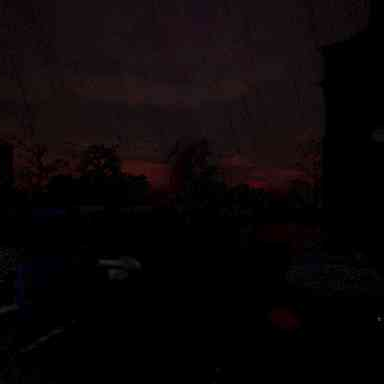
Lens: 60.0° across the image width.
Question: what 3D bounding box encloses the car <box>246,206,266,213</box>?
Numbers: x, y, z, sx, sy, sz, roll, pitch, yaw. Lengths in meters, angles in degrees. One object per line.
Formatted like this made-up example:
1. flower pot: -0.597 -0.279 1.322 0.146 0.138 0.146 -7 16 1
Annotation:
1. car: 16.580 4.496 85.846 5.008 1.535 2.097 -1 -2 14

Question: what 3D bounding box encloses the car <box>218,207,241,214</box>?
1. car: 8.244 4.071 73.580 4.792 1.488 2.163 -1 -3 15

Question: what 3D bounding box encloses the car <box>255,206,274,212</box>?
1. car: 19.799 4.709 90.799 4.792 1.488 2.163 -1 -2 13

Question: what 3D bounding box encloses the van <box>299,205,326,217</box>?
1. van: 22.630 3.564 62.624 4.442 1.987 1.878 1 -1 15

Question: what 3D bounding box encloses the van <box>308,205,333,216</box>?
1. van: 26.051 3.746 67.580 4.442 1.987 1.878 1 -1 14

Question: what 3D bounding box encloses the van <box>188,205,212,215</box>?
1. van: 1.559 3.452 63.779 4.442 1.987 1.878 -1 -3 15

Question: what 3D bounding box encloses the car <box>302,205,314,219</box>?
1. car: 15.928 3.176 52.720 5.566 2.045 2.435 1 -2 15

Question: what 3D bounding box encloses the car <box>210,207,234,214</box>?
1. car: 6.494 3.981 71.140 4.792 1.488 2.163 -1 -2 15

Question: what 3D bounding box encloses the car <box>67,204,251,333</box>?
1. car: -0.304 1.285 7.189 2.435 2.045 5.566 -1 -1 16

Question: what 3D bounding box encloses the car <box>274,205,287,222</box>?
1. car: 9.021 2.811 42.847 5.566 2.045 2.435 1 -1 15

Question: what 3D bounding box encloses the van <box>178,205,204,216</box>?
1. van: -0.133 3.361 61.331 4.442 1.987 1.878 -1 -3 15

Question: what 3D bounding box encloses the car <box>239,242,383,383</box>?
1. car: 2.106 1.542 5.438 2.002 1.452 4.674 -1 -1 15

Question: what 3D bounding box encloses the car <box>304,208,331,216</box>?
1. car: 24.481 3.912 65.064 4.792 1.488 2.163 1 -2 15

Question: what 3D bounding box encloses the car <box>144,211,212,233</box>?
1. car: -1.130 2.489 27.964 5.366 1.575 1.946 1 -2 15

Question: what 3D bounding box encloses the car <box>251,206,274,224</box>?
1. car: 7.301 2.846 40.390 4.553 1.767 2.185 1 -2 15

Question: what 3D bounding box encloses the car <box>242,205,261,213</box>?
1. car: 14.951 4.279 83.385 4.553 1.767 2.185 -1 -2 14

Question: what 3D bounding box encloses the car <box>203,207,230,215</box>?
1. car: 5.013 3.855 68.646 5.366 1.575 1.946 -1 -3 15

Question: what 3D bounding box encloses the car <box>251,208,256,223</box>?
1. car: 3.884 2.790 35.434 5.008 1.535 2.097 1 -1 15

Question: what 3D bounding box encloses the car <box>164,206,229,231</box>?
1. car: 0.454 2.345 30.493 5.566 2.045 2.435 1 -2 15

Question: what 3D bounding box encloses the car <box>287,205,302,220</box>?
1. car: 12.448 2.993 47.785 5.566 2.045 2.435 1 -1 15

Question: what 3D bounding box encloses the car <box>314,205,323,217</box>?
1. car: 19.349 3.358 57.656 5.566 2.045 2.435 1 -2 15

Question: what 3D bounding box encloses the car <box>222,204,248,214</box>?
1. car: 9.876 3.881 76.045 5.566 2.045 2.435 -1 -2 15

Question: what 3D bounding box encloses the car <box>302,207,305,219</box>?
1. car: 14.153 3.365 50.251 4.792 1.488 2.163 1 -1 15

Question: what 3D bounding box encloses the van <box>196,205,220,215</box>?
1. van: 3.252 3.542 66.228 4.442 1.987 1.878 -1 -3 15

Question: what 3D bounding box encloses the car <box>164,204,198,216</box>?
1. car: -1.969 3.247 58.918 5.566 2.045 2.435 -1 -2 15

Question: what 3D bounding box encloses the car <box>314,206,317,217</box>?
1. car: 17.608 3.518 55.182 5.008 1.535 2.097 1 -1 15

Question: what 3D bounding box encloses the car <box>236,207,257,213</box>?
1. car: 13.264 4.315 80.928 4.892 1.521 2.231 -1 -2 14

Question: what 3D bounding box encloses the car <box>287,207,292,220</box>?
1. car: 10.730 3.183 45.312 4.792 1.488 2.163 1 -1 15

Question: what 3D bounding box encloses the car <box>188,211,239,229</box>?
1. car: 2.148 2.735 32.956 4.674 1.452 2.002 1 -1 15

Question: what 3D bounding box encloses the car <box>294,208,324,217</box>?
1. car: 21.030 3.700 60.120 5.008 1.535 2.097 1 -1 15
